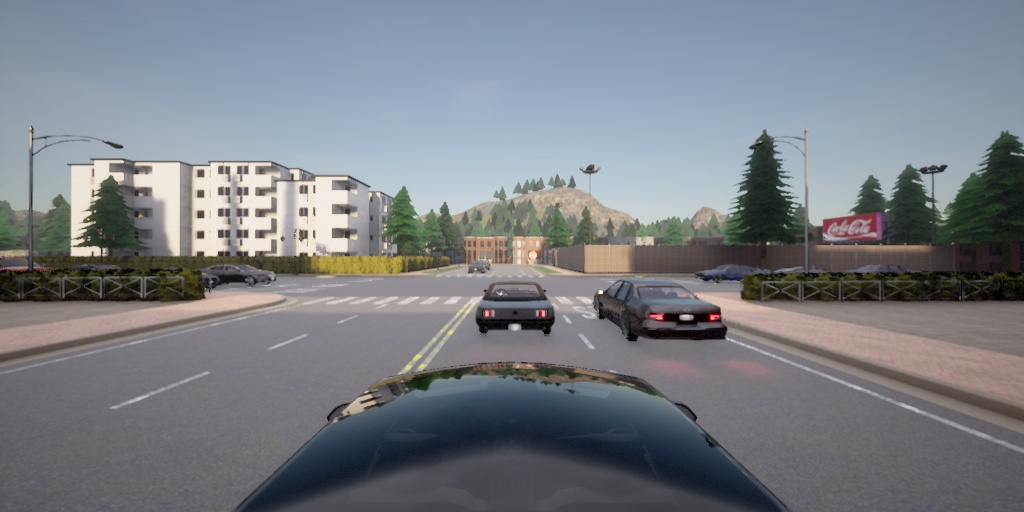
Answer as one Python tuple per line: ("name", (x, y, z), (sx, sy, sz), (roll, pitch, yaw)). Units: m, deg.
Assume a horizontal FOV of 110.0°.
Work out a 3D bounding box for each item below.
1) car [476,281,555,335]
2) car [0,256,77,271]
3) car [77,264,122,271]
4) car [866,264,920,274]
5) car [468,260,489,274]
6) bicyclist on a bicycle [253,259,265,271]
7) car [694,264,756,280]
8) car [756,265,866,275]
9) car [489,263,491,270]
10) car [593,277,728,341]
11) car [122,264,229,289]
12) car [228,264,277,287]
("car", (0.086, 1.376, 10.581), (1.895, 1.301, 4.718), (0, 0, 0))
("car", (-30.109, 1.028, 21.296), (5.566, 2.045, 2.150), (0, 0, 0))
("car", (-28.371, 1.305, 24.793), (4.902, 1.511, 2.128), (0, 0, 0))
("car", (28.858, 1.371, 28.245), (5.357, 1.411, 2.033), (0, 0, 1))
("car", (-4.198, 1.355, 43.274), (1.837, 1.490, 4.892), (0, 0, 0))
("bicyclist on a bicycle", (-25.250, 1.147, 35.782), (0.582, 1.620, 1.656), (0, 0, 0))
("car", (17.445, 1.372, 28.348), (5.357, 1.411, 2.033), (0, 0, 1))
("car", (17.587, 1.330, 21.268), (4.674, 1.442, 1.812), (0, 0, 2))
("car", (-4.193, 1.370, 53.588), (2.128, 1.511, 4.902), (0, 0, 0))
("car", (3.628, 1.320, 9.882), (2.033, 1.411, 5.357), (0, 0, 1))
("car", (-19.868, 1.369, 21.302), (4.181, 1.385, 1.994), (0, 0, 0))
("car", (-19.089, 1.307, 24.853), (4.902, 1.511, 2.128), (0, 0, -2))
